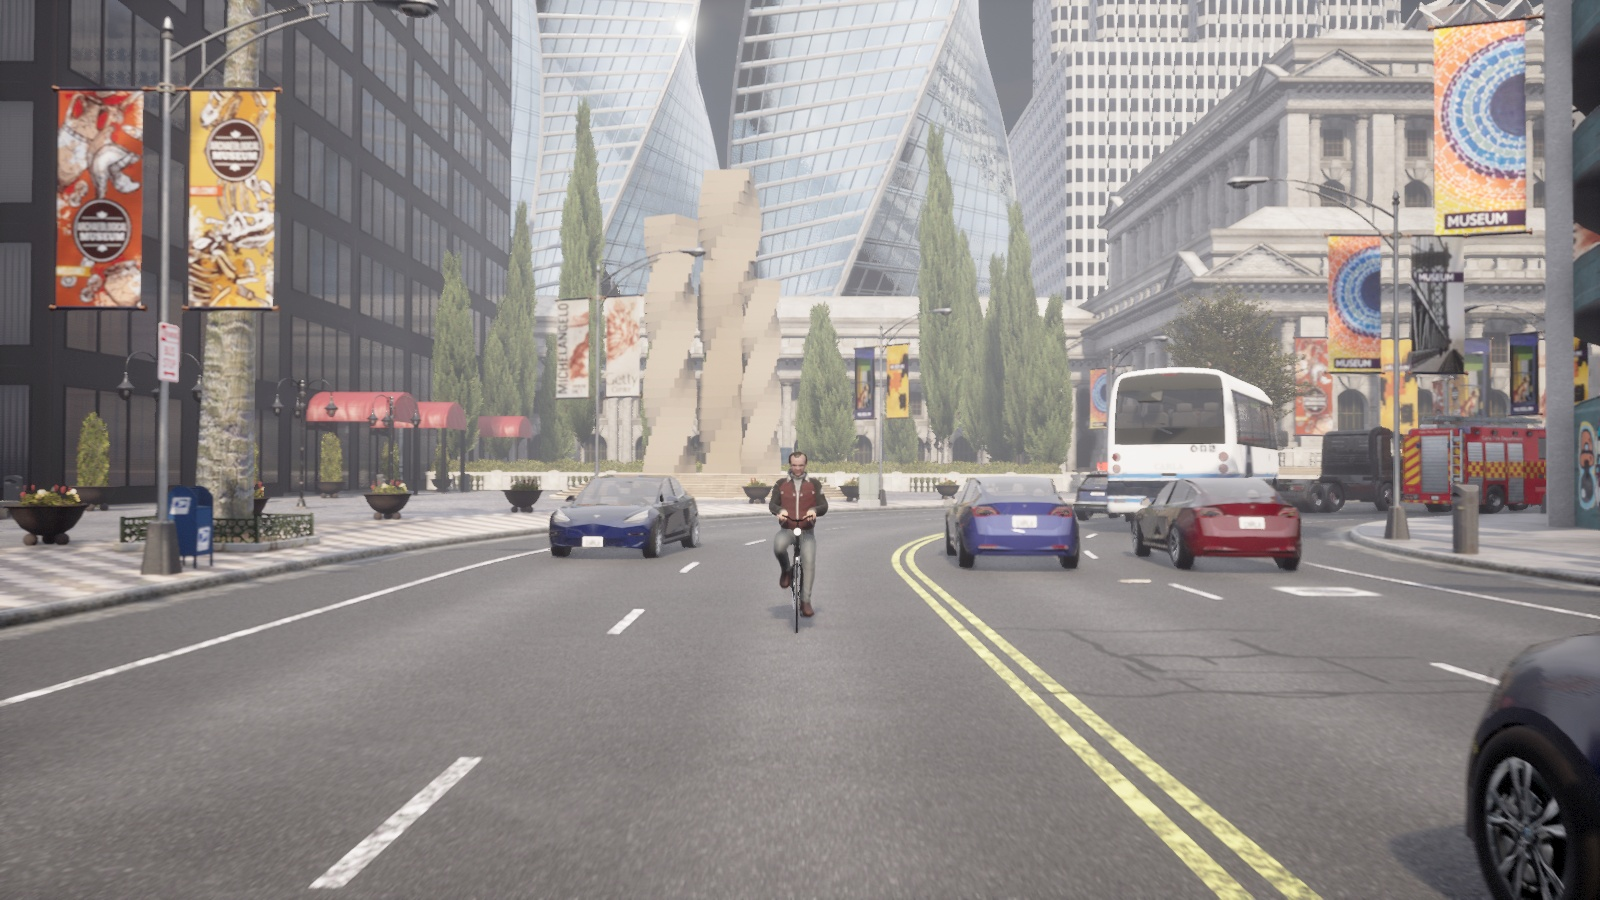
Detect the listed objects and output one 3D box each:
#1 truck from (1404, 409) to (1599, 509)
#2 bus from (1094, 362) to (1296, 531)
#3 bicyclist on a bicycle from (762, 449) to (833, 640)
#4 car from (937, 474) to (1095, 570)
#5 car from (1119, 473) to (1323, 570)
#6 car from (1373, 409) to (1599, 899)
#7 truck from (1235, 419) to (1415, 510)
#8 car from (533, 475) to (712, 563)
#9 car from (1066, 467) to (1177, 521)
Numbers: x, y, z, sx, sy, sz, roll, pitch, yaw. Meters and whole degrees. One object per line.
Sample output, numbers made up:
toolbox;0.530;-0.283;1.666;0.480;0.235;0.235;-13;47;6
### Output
truck;28.805;0.390;51.068;8.468;3.827;2.891;0;-1;-25
bus;11.915;0.010;36.986;3.944;4.253;10.273;-1;-1;27
bicyclist on a bicycle;-0.021;0.897;12.630;0.659;1.776;1.843;0;-1;0
car;3.632;1.169;22.038;2.163;1.488;4.792;0;-1;3
car;7.136;1.152;21.888;2.163;1.488;4.792;0;-1;3
car;3.492;0.693;2.859;2.242;1.667;4.611;0;-1;0
truck;21.550;0.607;51.383;7.936;3.462;2.891;0;-1;-34
car;-3.232;1.229;23.997;2.163;1.488;4.792;0;-1;8
car;10.615;1.392;41.203;2.033;1.649;4.856;-1;-1;34
